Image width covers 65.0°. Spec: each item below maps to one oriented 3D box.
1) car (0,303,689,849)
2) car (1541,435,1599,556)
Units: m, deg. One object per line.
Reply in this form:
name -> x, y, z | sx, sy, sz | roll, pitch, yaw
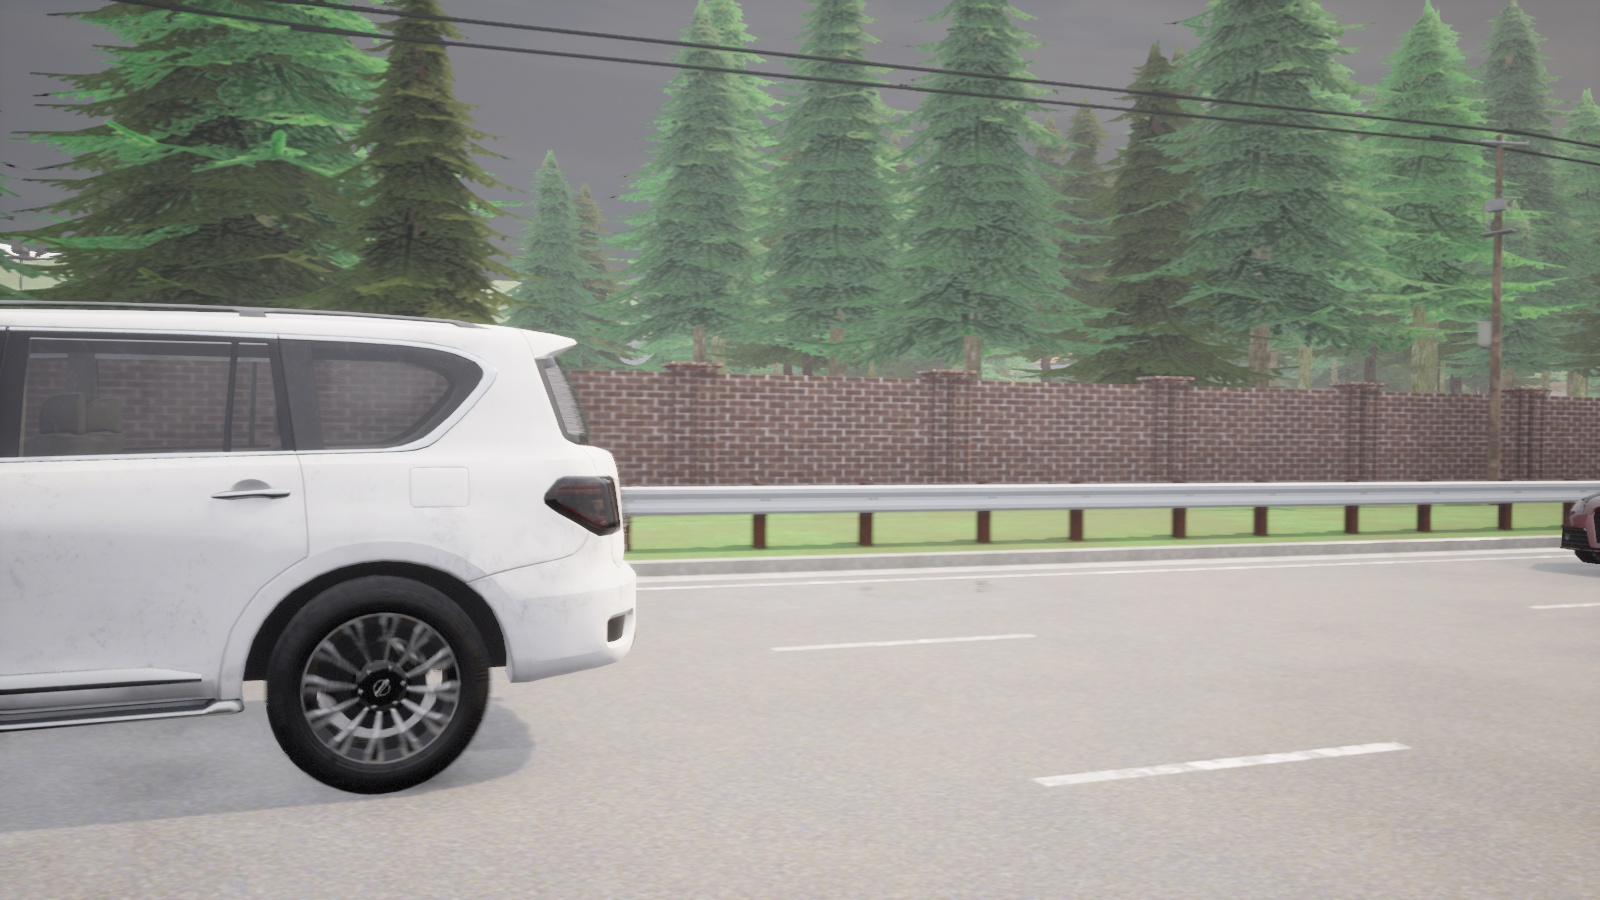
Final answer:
car -> -3.493, 0.463, 5.653 | 5.566, 2.045, 2.150 | -1, 1, -21
car -> 11.273, 0.496, 15.008 | 4.181, 1.385, 1.994 | -1, 1, -21
